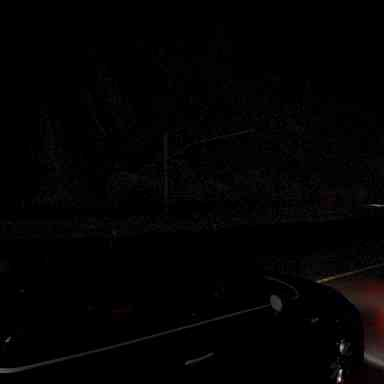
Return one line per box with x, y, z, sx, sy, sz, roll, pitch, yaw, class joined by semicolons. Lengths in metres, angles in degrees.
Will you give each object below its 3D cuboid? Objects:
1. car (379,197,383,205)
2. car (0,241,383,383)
31.664;1.243;53.045;4.892;1.490;1.837;0;0;-36;car
-0.078;1.351;3.692;4.553;1.767;2.097;0;0;-36;car
